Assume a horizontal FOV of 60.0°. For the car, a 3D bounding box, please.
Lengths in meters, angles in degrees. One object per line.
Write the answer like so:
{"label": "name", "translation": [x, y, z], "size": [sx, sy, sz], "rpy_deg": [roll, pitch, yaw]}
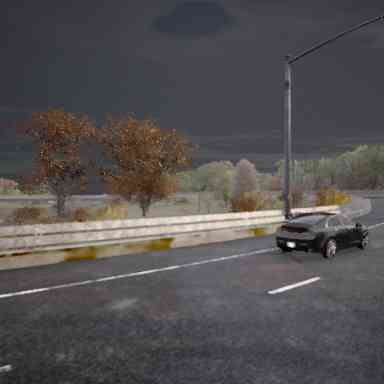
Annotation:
{"label": "car", "translation": [5.166, 1.541, 12.889], "size": [4.892, 1.490, 1.837], "rpy_deg": [0, 0, -42]}
